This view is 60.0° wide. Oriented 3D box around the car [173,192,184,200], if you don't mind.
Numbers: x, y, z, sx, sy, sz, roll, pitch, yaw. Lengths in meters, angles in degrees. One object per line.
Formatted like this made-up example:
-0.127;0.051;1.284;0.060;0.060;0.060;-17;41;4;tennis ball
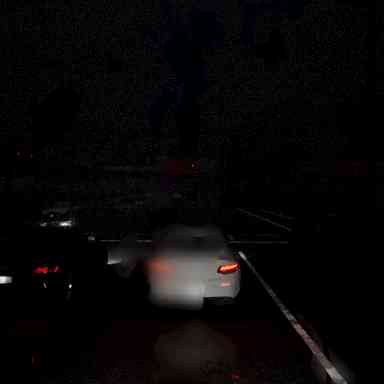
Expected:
-3.539;1.066;78.150;1.812;1.442;4.674;0;1;0;car

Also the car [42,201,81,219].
-10.615;1.524;27.478;1.812;1.442;4.674;0;0;0;car

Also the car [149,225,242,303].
0.077;1.526;8.090;1.812;1.442;4.674;0;0;0;car

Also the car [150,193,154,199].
-10.542;0.936;82.346;1.882;1.535;5.008;0;1;0;car

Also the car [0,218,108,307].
-3.423;1.564;8.043;1.994;1.385;4.181;0;0;0;car

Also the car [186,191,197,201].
-0.031;0.889;71.415;2.150;2.045;5.566;0;1;0;car

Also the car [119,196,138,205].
-10.615;1.483;54.350;1.895;1.301;4.718;0;1;0;car

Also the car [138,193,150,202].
-10.535;1.264;68.719;1.994;1.385;4.181;0;1;0;car
